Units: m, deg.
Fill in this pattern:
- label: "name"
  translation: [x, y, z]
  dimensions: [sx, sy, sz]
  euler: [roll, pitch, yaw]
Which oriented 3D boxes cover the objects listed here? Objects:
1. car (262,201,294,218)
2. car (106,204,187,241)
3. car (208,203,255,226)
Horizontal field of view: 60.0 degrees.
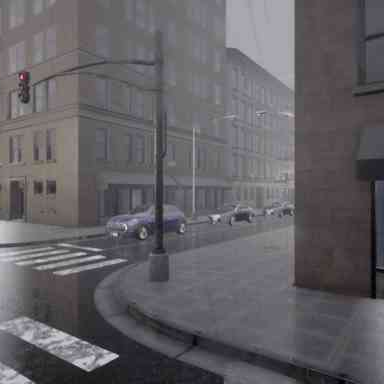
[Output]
- label: "car"
  translation: [8.531, 1.673, 32.697]
  dimensions: [2.128, 1.511, 4.902]
  euler: [0, 0, 36]
- label: "car"
  translation: [-2.301, 1.431, 17.510]
  dimensions: [2.097, 1.767, 4.553]
  euler: [0, 0, 36]
- label: "car"
  translation: [3.017, 1.621, 24.946]
  dimensions: [2.128, 1.511, 4.902]
  euler: [0, 0, 35]
